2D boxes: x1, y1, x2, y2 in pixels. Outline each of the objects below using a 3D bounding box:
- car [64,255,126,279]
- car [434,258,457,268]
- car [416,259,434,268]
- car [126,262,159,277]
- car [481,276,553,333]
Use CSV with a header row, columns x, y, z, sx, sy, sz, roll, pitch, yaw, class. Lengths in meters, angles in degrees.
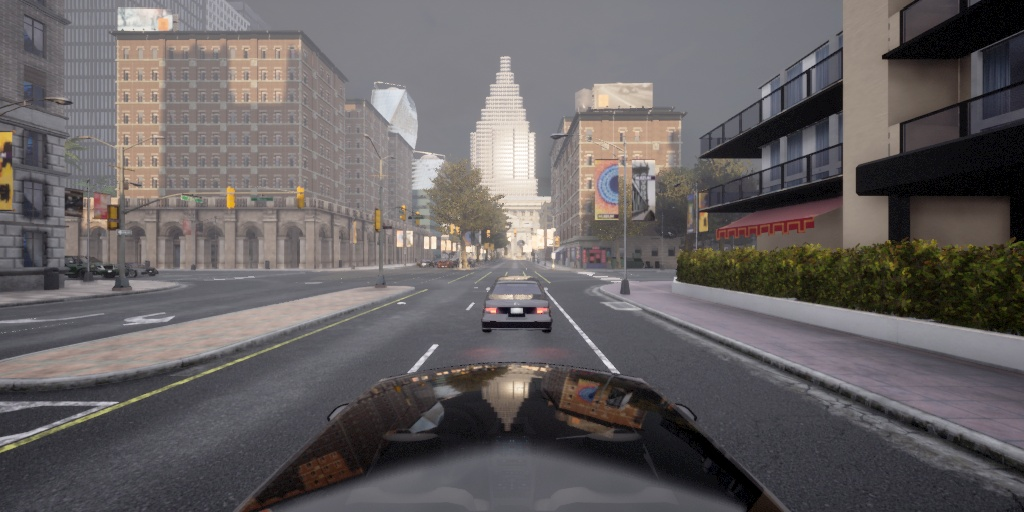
x,y,z,sx,sy,sz,roll,pitch,yaw,class
-37.607,0.971,31.067,5.566,2.045,2.150,0,0,0,car
-11.048,1.102,59.666,2.097,1.767,4.553,0,0,1,car
-14.518,1.241,61.552,2.128,1.511,4.902,0,0,1,car
-36.828,1.314,34.568,4.181,1.385,1.994,0,0,0,car
0.146,1.297,10.736,2.033,1.411,5.357,0,0,1,car
